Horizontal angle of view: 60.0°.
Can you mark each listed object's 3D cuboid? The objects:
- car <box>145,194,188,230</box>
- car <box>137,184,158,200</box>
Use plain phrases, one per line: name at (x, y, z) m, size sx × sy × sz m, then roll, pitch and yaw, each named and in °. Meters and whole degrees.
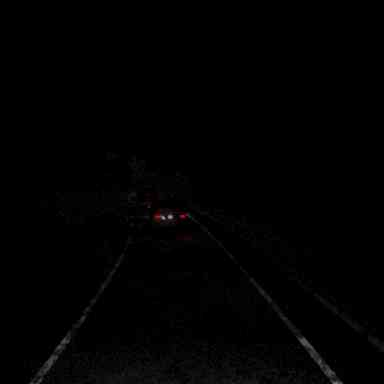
car at (-1.349, 1.097, 17.970) m, size 2.033 × 1.411 × 5.357 m, roll -1°, pitch 3°, yaw -8°
car at (-4.592, -0.121, 34.336) m, size 1.882 × 1.535 × 5.008 m, roll -1°, pitch 5°, yaw -10°
